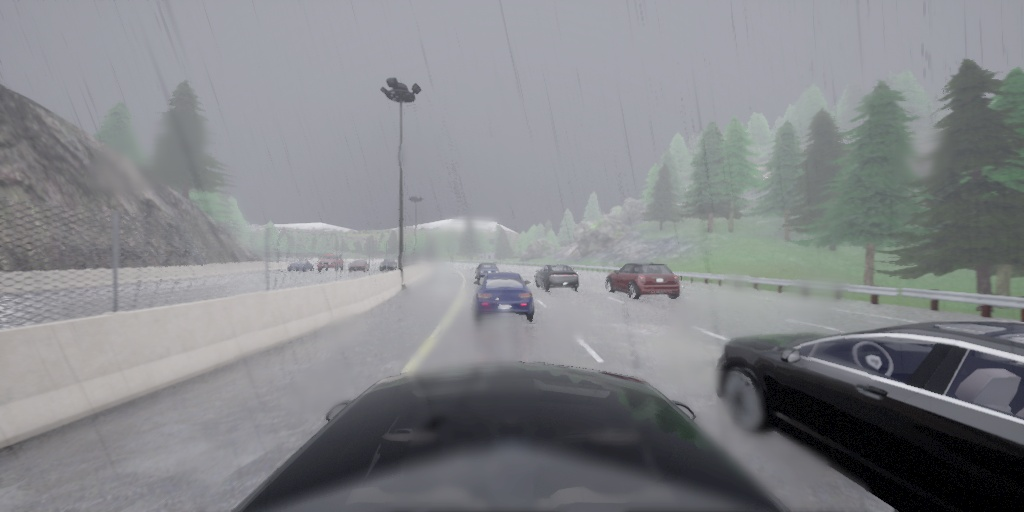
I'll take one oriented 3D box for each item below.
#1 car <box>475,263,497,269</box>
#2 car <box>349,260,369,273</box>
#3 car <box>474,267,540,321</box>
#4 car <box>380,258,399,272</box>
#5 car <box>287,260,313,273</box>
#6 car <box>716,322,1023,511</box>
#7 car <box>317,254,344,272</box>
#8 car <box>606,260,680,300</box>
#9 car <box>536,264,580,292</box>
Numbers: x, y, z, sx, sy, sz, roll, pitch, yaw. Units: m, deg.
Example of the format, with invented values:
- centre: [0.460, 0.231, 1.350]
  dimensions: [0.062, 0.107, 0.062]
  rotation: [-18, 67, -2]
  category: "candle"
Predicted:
- centre: [-2.120, 1.297, 30.504]
  dimensions: [2.033, 1.411, 5.357]
  rotation: [0, 0, -8]
  category: "car"
- centre: [-19.396, 1.260, 45.674]
  dimensions: [1.882, 1.535, 5.008]
  rotation: [0, 0, -13]
  category: "car"
- centre: [-0.321, 1.275, 12.345]
  dimensions: [1.812, 1.442, 4.674]
  rotation: [0, 0, -3]
  category: "car"
- centre: [-16.202, 1.191, 47.435]
  dimensions: [2.097, 1.767, 4.553]
  rotation: [0, 0, -14]
  category: "car"
- centre: [-26.385, 1.239, 44.875]
  dimensions: [1.812, 1.442, 4.674]
  rotation: [0, 0, -14]
  category: "car"
- centre: [3.516, 1.234, 2.599]
  dimensions: [2.128, 1.511, 4.902]
  rotation: [0, 0, 0]
  category: "car"
- centre: [-22.982, 0.821, 45.689]
  dimensions: [2.150, 2.045, 5.566]
  rotation: [0, 0, -14]
  category: "car"
- centre: [6.315, 1.087, 17.822]
  dimensions: [2.097, 1.767, 4.553]
  rotation: [0, 0, -5]
  category: "car"
- centre: [2.536, 1.233, 21.014]
  dimensions: [2.128, 1.511, 4.902]
  rotation: [0, 0, -5]
  category: "car"
